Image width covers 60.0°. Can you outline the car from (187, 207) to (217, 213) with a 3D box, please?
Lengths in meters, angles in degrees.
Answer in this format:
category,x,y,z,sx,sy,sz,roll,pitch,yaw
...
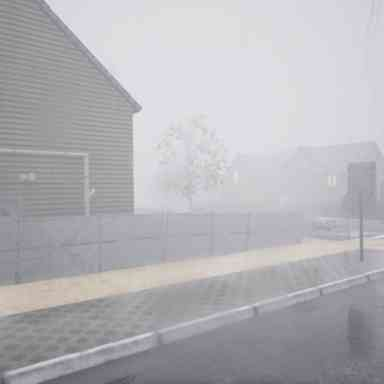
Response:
category,x,y,z,sx,sy,sz,roll,pitch,yaw
car,1.142,2.118,30.695,1.994,1.385,4.181,-1,-1,-36

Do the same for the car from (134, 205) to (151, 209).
category,x,y,z,sx,sy,sz,roll,pitch,yaw
car,-5.873,2.441,40.595,1.895,1.301,4.718,-1,-1,-35

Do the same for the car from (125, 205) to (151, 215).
category,x,y,z,sx,sy,sz,roll,pitch,yaw
car,-7.888,2.576,48.405,1.895,1.301,4.718,-1,-1,-35

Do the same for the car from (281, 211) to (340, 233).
category,x,y,z,sx,sy,sz,roll,pitch,yaw
car,7.250,1.905,22.127,1.895,1.301,4.718,-1,-1,-35
